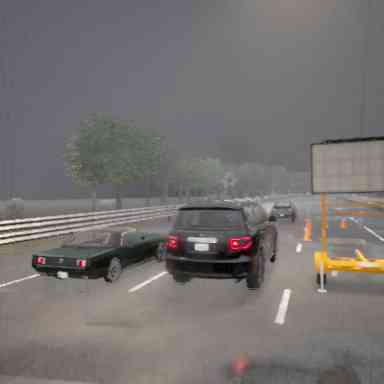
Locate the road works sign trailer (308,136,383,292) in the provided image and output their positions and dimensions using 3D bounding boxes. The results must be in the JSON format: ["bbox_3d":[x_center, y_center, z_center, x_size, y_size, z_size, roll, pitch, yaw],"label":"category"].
[{"bbox_3d":[4.310,0.431,8.453,2.380,3.560,2.880,-1,0,20],"label":"road works sign trailer"}]

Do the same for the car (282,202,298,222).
[{"bbox_3d":[7.466,1.520,26.876,2.128,1.511,4.902,-1,0,20],"label":"car"}]

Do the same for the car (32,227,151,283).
[{"bbox_3d":[-2.373,1.730,10.184,1.895,1.301,4.718,-1,0,20],"label":"car"}]

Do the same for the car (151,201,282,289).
[{"bbox_3d":[1.134,1.267,9.611,2.150,2.045,5.566,-1,0,20],"label":"car"}]

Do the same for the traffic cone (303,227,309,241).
[{"bbox_3d":[5.356,1.950,15.526,0.340,0.580,0.340,-1,0,20],"label":"traffic cone"}]

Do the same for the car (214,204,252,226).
[{"bbox_3d":[3.252,1.678,25.537,1.994,1.385,4.181,-1,0,20],"label":"car"}]
